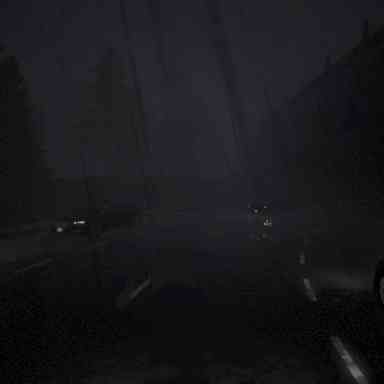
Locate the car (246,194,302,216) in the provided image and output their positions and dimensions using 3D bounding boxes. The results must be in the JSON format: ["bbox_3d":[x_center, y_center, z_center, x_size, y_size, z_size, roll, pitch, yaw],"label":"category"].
[{"bbox_3d":[6.202,0.863,24.553,2.033,1.411,5.357,1,2,44],"label":"car"}]

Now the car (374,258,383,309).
[{"bbox_3d":[4.075,1.386,4.181,1.837,1.490,4.892,0,2,6],"label":"car"}]

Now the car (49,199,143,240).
[{"bbox_3d":[-3.995,1.080,14.651,2.128,1.511,4.902,0,2,23],"label":"car"}]
